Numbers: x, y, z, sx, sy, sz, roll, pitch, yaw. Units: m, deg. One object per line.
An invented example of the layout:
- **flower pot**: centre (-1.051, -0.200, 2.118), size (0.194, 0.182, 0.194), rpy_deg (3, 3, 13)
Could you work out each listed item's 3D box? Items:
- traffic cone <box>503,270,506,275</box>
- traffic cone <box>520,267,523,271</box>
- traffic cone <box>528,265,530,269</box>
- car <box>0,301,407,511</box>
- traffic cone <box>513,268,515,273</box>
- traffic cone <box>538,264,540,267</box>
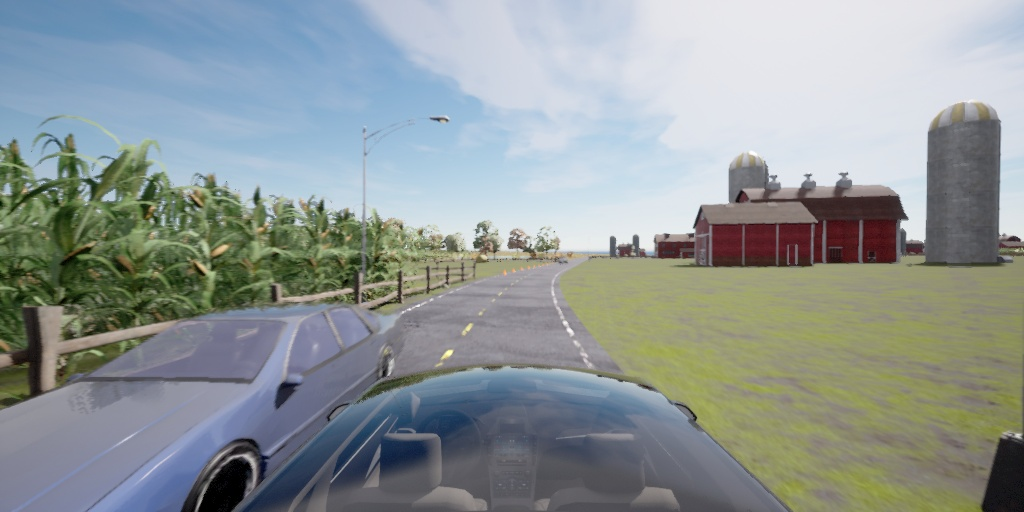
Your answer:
- **traffic cone**: centre (-0.738, 1.634, 36.710), size (0.340, 0.580, 0.340), rpy_deg (0, 0, 10)
- **traffic cone**: centre (1.275, 1.608, 46.629), size (0.340, 0.580, 0.340), rpy_deg (0, 0, 13)
- **traffic cone**: centre (2.401, 1.597, 51.506), size (0.340, 0.580, 0.340), rpy_deg (0, 0, 13)
- **car**: centre (-2.795, 1.287, 4.101), size (2.033, 1.411, 5.357), rpy_deg (0, 0, 1)
- **traffic cone**: centre (0.208, 1.621, 41.682), size (0.340, 0.580, 0.340), rpy_deg (0, 0, 11)
- **traffic cone**: centre (4.650, 1.572, 61.250), size (0.340, 0.580, 0.340), rpy_deg (0, 0, 13)
